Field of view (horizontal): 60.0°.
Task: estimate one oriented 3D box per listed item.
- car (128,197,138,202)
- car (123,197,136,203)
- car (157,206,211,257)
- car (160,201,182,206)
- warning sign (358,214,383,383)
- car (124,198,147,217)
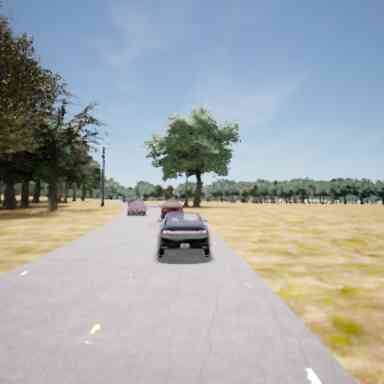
[{"bbox_3d":[-16.244,2.120,91.968,1.812,1.442,4.674,2,-1,-21],"label":"car"},{"bbox_3d":[-14.110,1.870,73.326,1.994,1.385,4.181,1,-1,-16],"label":"car"},{"bbox_3d":[-0.359,1.535,13.195,2.128,1.511,4.902,0,0,-3],"label":"car"},{"bbox_3d":[-1.887,1.599,30.393,1.882,1.535,5.008,0,0,-7],"label":"car"},{"bbox_3d":[2.579,1.126,3.181,1.300,1.860,1.060,-3,-3,-1],"label":"warning sign"},{"bbox_3d":[-5.513,1.640,33.573,1.812,1.442,4.674,1,0,-8],"label":"car"}]
